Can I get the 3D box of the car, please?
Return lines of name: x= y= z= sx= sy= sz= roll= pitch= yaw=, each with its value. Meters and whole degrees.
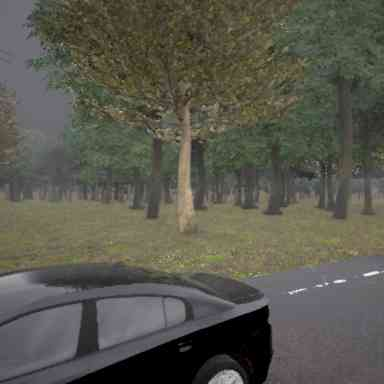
car: x=-1.435 y=1.479 z=2.957 sx=5.008 sy=1.535 sz=1.882 roll=0 pitch=0 yaw=-35
